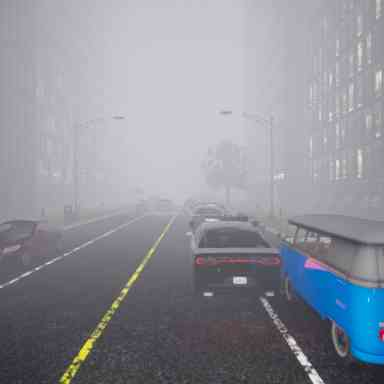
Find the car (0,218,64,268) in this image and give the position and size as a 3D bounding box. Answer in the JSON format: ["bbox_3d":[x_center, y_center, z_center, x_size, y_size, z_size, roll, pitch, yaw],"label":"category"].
[{"bbox_3d":[-5.717,1.582,11.266,1.802,1.307,4.206,0,0,0],"label":"car"}]

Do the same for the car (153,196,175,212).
[{"bbox_3d":[-3.093,1.523,38.860,1.812,1.442,4.674,0,0,0],"label":"car"}]

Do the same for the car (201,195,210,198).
[{"bbox_3d":[2.582,1.544,45.439,2.008,1.369,4.403,0,0,0],"label":"car"}]

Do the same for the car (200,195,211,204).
[{"bbox_3d":[2.541,1.410,62.516,1.967,1.590,4.097,0,0,0],"label":"car"}]

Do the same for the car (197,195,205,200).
[{"bbox_3d":[2.472,1.463,90.978,1.887,1.381,4.507,0,0,0],"label":"car"}]

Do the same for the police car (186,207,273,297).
[{"bbox_3d":[0.879,1.425,8.716,1.930,1.638,5.238,0,0,0],"label":"police car"}]

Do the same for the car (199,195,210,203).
[{"bbox_3d":[2.527,1.401,68.208,1.967,1.590,4.097,0,0,0],"label":"car"}]

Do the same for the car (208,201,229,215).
[{"bbox_3d":[2.609,1.581,34.054,1.802,1.307,4.206,0,0,0],"label":"car"}]

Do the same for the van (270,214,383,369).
[{"bbox_3d":[2.677,1.341,5.592,1.690,1.788,3.998,0,0,0],"label":"van"}]

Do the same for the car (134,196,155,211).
[{"bbox_3d":[-5.786,1.548,39.729,2.008,1.369,4.403,0,0,0],"label":"car"}]

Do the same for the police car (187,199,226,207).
[{"bbox_3d":[0.855,1.425,18.716,1.930,1.638,5.238,0,0,0],"label":"police car"}]

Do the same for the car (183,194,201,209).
[{"bbox_3d":[-0.102,1.471,45.189,1.882,1.535,5.008,0,0,1],"label":"car"}]
